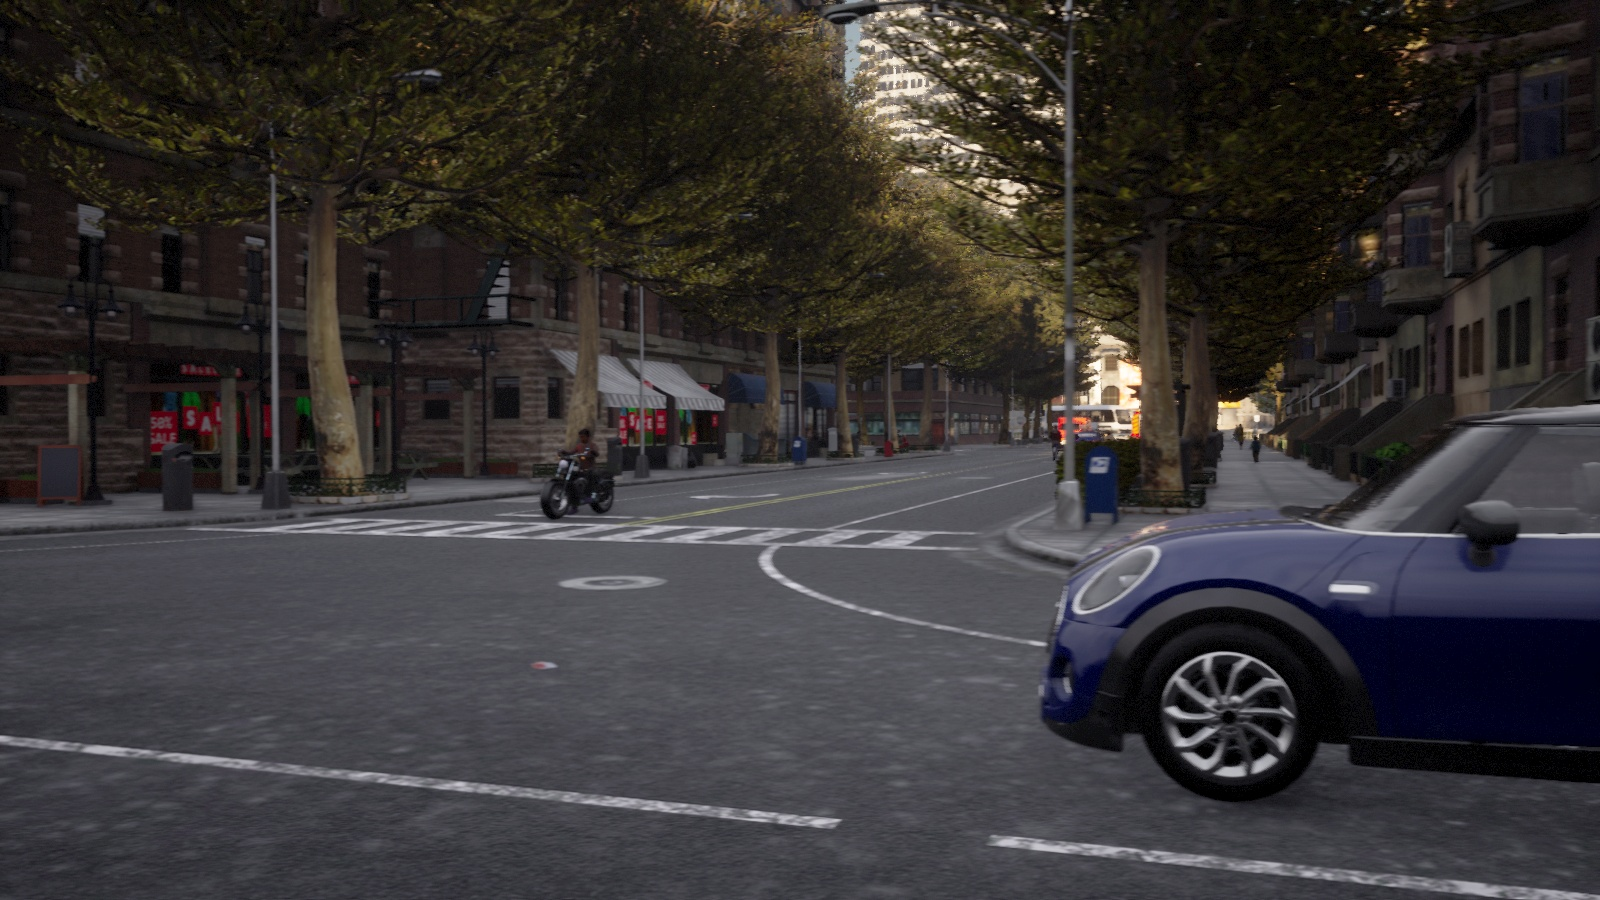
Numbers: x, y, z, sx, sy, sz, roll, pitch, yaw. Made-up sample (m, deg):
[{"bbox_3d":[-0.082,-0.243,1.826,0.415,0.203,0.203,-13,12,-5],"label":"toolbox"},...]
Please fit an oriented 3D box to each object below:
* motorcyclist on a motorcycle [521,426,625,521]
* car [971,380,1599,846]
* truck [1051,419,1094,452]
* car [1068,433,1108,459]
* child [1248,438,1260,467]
[{"bbox_3d":[-4.143,0.391,23.144,0.766,1.649,2.350,1,1,21],"label":"motorcyclist on a motorcycle"},{"bbox_3d":[3.247,0.604,5.791,4.553,1.767,2.097,1,1,19],"label":"car"},{"bbox_3d":[20.966,-1.126,96.555,2.627,2.467,5.204,1,1,19],"label":"truck"},{"bbox_3d":[17.045,-0.272,74.235,1.812,1.442,4.674,1,1,19],"label":"car"},{"bbox_3d":[18.591,0.109,51.444,0.343,1.192,0.448,0,1,6],"label":"child"}]
